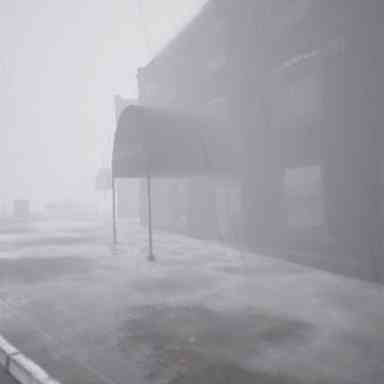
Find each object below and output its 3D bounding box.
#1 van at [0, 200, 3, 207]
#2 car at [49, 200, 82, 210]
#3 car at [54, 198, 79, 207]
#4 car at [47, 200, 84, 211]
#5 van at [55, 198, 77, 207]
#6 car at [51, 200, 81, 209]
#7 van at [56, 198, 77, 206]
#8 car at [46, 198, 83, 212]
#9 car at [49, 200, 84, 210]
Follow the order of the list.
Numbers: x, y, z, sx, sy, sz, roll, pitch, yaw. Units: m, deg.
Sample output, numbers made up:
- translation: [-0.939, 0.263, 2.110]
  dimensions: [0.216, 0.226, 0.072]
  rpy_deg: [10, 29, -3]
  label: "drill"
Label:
- translation: [-49.464, 2.859, 81.001]
  dimensions: [4.442, 1.987, 1.878]
  rpy_deg: [-2, -1, -40]
  label: "van"
- translation: [-20.542, 2.107, 54.078]
  dimensions: [4.674, 1.452, 2.002]
  rpy_deg: [0, -1, -40]
  label: "car"
- translation: [-26.660, 2.281, 70.592]
  dimensions: [4.553, 1.767, 2.185]
  rpy_deg: [0, -1, -40]
  label: "car"
- translation: [-19.516, 2.012, 51.331]
  dimensions: [4.892, 1.521, 2.231]
  rpy_deg: [0, -1, -40]
  label: "car"
- translation: [-28.819, 2.296, 75.996]
  dimensions: [4.442, 1.987, 1.878]
  rpy_deg: [0, -1, -40]
  label: "van"
- translation: [-23.604, 2.237, 62.325]
  dimensions: [4.892, 1.521, 2.231]
  rpy_deg: [0, -1, -40]
  label: "car"
- translation: [-30.694, 2.420, 81.651]
  dimensions: [4.442, 1.987, 1.878]
  rpy_deg: [0, -2, -40]
  label: "van"
- translation: [-17.480, 1.900, 45.834]
  dimensions: [4.892, 1.521, 2.231]
  rpy_deg: [0, -1, -40]
  label: "car"
- translation: [-21.432, 2.121, 56.952]
  dimensions: [5.366, 1.575, 1.946]
  rpy_deg: [0, -2, -40]
  label: "car"
